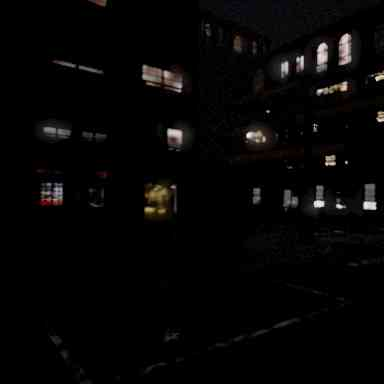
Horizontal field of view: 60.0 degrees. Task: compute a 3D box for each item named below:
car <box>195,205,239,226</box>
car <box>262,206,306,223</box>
[{"bbox_3d":[1.664,1.664,24.904,1.967,1.590,4.097,1,-1,-36],"label":"car"},{"bbox_3d":[8.263,1.941,29.663,2.008,1.369,4.403,1,-1,-36],"label":"car"}]
